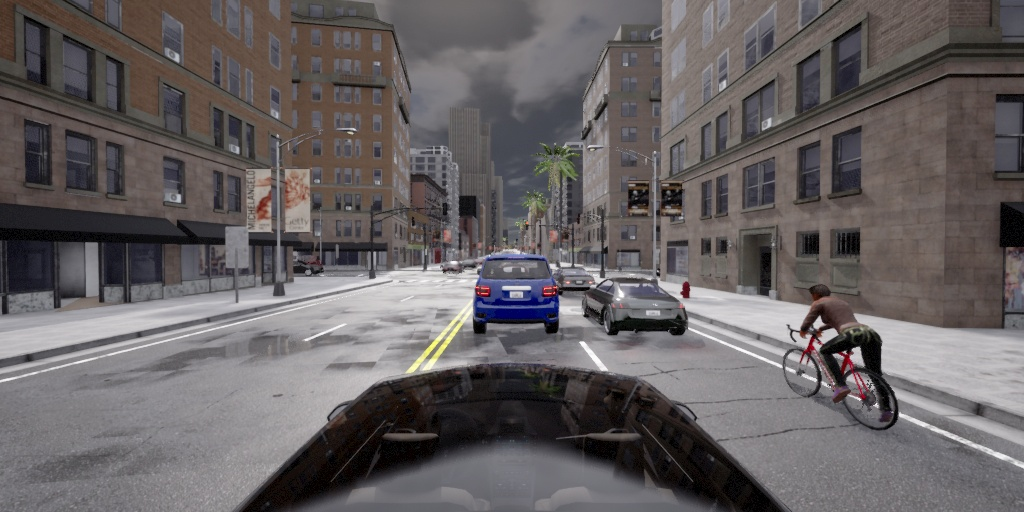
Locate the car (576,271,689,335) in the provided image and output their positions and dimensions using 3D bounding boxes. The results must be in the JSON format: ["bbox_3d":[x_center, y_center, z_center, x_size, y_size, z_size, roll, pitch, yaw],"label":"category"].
[{"bbox_3d":[3.323,1.313,10.463,1.994,1.385,4.181,0,0,0],"label":"car"}]

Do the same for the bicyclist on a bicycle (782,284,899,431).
[{"bbox_3d":[4.140,1.202,4.665,0.582,1.620,1.656,0,0,0],"label":"bicyclist on a bicycle"}]

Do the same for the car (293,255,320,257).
[{"bbox_3d":[-23.942,0.838,40.042,5.009,1.841,2.192,0,0,-9],"label":"car"}]

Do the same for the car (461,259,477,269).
[{"bbox_3d":[-6.656,1.225,55.746,1.882,1.535,5.008,0,0,0],"label":"car"}]

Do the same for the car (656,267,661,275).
[{"bbox_3d":[16.167,1.514,34.596,4.313,1.339,1.948,0,0,0],"label":"car"}]

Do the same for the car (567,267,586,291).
[{"bbox_3d":[3.228,1.296,19.696,2.033,1.411,5.357,0,0,0],"label":"car"}]

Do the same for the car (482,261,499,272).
[{"bbox_3d":[-2.861,1.336,47.663,1.895,1.301,4.718,1,-1,-8],"label":"car"}]

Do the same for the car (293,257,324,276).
[{"bbox_3d":[-20.910,1.125,34.659,4.892,1.490,1.837,1,1,-9],"label":"car"}]

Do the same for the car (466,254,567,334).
[{"bbox_3d":[0.091,0.970,10.796,2.150,2.045,5.566,0,0,0],"label":"car"}]

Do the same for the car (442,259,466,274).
[{"bbox_3d":[-6.639,1.244,40.683,1.994,1.385,4.181,1,1,0],"label":"car"}]
